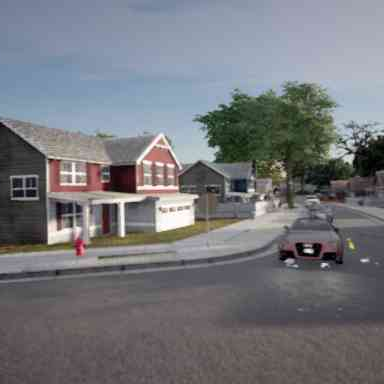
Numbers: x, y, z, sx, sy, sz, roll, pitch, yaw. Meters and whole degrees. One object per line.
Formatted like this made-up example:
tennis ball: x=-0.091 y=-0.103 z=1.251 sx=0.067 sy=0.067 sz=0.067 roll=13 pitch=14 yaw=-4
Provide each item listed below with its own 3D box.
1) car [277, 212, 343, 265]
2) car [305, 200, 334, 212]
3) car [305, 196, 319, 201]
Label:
car: x=4.350 y=1.639 z=12.097 sx=1.994 sy=1.385 sz=4.181 roll=-1 pitch=-1 yaw=23
car: x=10.569 y=1.670 z=27.386 sx=2.128 sy=1.511 sz=4.902 roll=-1 pitch=-1 yaw=21
car: x=21.469 y=1.693 z=59.533 sx=2.150 sy=2.045 sz=5.566 roll=-1 pitch=-1 yaw=16
